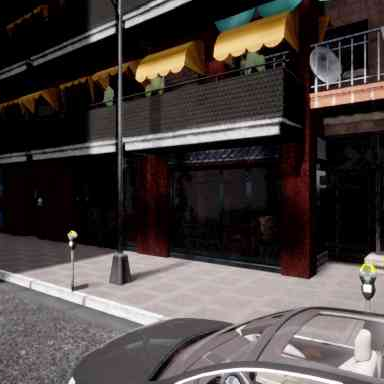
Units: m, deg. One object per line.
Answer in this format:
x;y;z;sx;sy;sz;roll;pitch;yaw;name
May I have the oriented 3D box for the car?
0.894;1.551;2.234;4.403;1.369;2.008;0;0;36;car
